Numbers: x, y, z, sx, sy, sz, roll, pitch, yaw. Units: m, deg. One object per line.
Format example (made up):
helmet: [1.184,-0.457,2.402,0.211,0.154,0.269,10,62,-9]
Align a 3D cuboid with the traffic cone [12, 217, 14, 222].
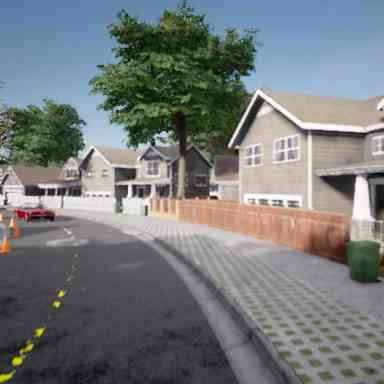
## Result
traffic cone: [-11.149,1.856,20.719,0.340,0.580,0.340,-1,1,-34]

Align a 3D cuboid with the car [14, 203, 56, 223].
car: [-11.526,1.473,24.358,1.895,1.301,4.718,-1,1,-38]

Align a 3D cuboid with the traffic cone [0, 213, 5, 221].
traffic cone: [-13.979,1.838,24.486,0.340,0.580,0.340,-1,1,-40]

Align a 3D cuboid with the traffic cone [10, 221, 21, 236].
traffic cone: [-8.771,1.879,16.651,0.340,0.580,0.340,-1,1,-27]

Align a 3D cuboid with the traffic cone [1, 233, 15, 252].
traffic cone: [-6.877,1.906,12.337,0.340,0.580,0.340,0,0,-20]
